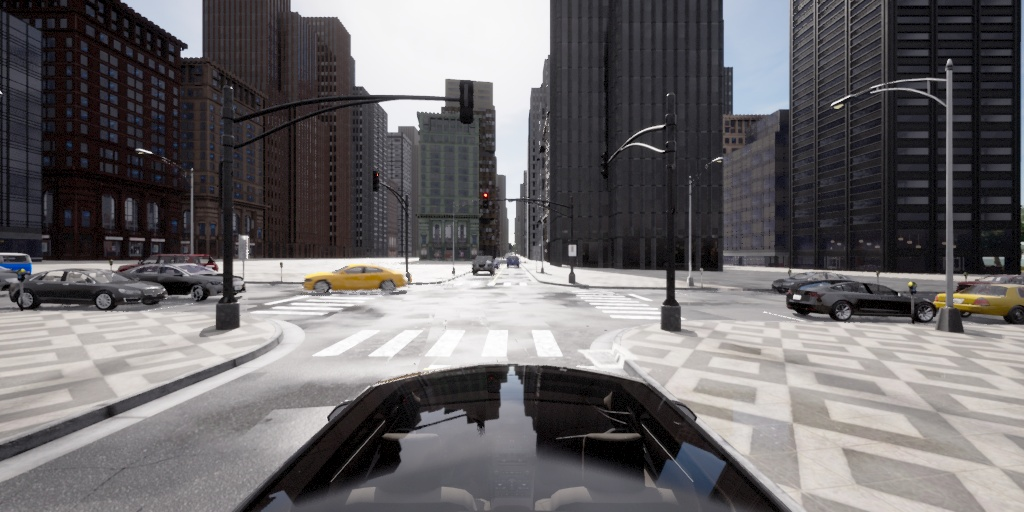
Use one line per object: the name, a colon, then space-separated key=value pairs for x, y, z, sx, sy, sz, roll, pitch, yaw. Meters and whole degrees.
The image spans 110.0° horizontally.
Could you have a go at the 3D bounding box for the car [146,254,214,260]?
car: x=-20.198 y=0.800 z=21.138 sx=5.009 sy=1.841 sz=2.192 roll=0 pitch=0 yaw=0

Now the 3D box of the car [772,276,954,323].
car: x=12.143 y=1.524 z=12.654 sx=4.313 sy=1.339 sz=1.948 roll=0 pitch=0 yaw=0

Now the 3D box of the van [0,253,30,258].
van: x=-31.116 y=0.680 z=21.157 sx=3.998 sy=1.789 sz=1.690 roll=0 pitch=0 yaw=0

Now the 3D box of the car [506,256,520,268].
car: x=0.190 y=0.975 z=62.667 sx=2.150 sy=2.045 sz=5.566 roll=0 pitch=0 yaw=0

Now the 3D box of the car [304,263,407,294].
car: x=-8.205 y=1.145 z=19.090 sx=5.008 sy=1.535 sz=1.882 roll=1 pitch=2 yaw=-24

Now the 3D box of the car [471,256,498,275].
car: x=-3.042 y=0.974 z=38.574 sx=2.150 sy=2.045 sz=5.566 roll=0 pitch=0 yaw=0

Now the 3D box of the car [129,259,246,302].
car: x=-14.136 y=1.065 z=15.348 sx=4.902 sy=1.511 sz=2.128 roll=1 pitch=0 yaw=1

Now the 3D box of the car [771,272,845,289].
car: x=17.809 y=1.591 z=21.169 sx=4.403 sy=1.370 sz=2.007 roll=0 pitch=0 yaw=0

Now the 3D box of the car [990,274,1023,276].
car: x=29.095 y=1.766 z=21.150 sx=4.507 sy=1.381 sz=1.888 roll=0 pitch=0 yaw=0

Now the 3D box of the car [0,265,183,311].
car: x=-14.764 y=1.117 z=12.604 sx=4.403 sy=1.370 sz=2.007 roll=0 pitch=0 yaw=0

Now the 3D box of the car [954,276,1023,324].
car: x=17.956 y=1.571 z=12.644 sx=4.829 sy=1.417 sz=1.751 roll=0 pitch=0 yaw=0

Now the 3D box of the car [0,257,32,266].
car: x=-23.551 y=0.935 z=15.377 sx=4.902 sy=1.511 sz=2.128 roll=1 pitch=0 yaw=0
